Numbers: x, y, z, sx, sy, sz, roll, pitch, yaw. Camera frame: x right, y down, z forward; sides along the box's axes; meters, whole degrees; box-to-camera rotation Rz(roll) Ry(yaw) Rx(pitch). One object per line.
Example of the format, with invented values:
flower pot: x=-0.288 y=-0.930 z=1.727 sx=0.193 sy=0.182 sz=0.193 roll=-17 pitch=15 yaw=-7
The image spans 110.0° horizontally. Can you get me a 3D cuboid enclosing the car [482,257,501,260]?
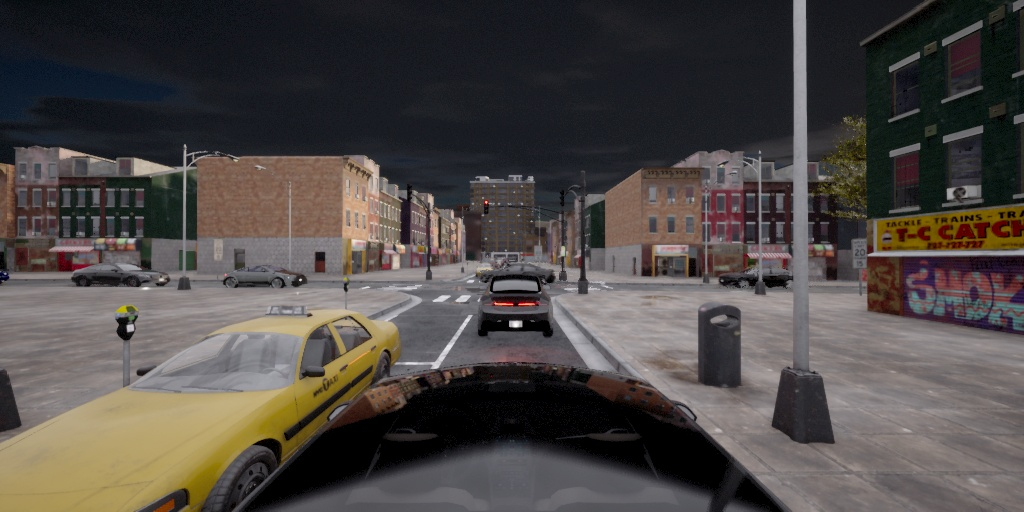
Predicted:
car: x=-2.692 y=1.100 z=41.529 sx=2.192 sy=1.841 sz=5.009 roll=0 pitch=0 yaw=0

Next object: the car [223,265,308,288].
car: x=-14.504 y=1.220 z=21.203 sx=4.181 sy=1.385 sz=1.994 roll=0 pitch=0 yaw=0

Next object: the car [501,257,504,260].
car: x=-2.721 y=1.358 z=63.134 sx=1.751 sy=1.417 sz=4.829 roll=0 pitch=0 yaw=0

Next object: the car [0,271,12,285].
car: x=-32.922 y=1.144 z=21.087 sx=4.718 sy=1.301 sz=1.895 roll=0 pitch=0 yaw=0

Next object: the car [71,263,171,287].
car: x=-23.025 y=1.121 z=21.151 sx=4.674 sy=1.442 sz=1.812 roll=0 pitch=0 yaw=0

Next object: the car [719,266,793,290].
car: x=16.768 y=1.456 z=24.353 sx=5.008 sy=1.535 sz=1.882 roll=1 pitch=0 yaw=0

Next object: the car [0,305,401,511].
car: x=-2.641 y=1.276 z=3.959 sx=1.751 sy=1.417 sz=4.829 roll=0 pitch=0 yaw=0

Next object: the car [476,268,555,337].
car: x=0.084 y=1.257 z=10.342 sx=1.837 sy=1.490 sz=4.892 roll=0 pitch=0 yaw=0

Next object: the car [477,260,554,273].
car: x=0.392 y=1.260 z=24.252 sx=5.008 sy=1.535 sz=1.882 roll=1 pitch=0 yaw=0

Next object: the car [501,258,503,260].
car: x=-2.707 y=1.357 z=52.417 sx=2.007 sy=1.370 sz=4.403 roll=0 pitch=0 yaw=0

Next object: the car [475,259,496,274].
car: x=-2.684 y=1.302 z=35.916 sx=1.751 sy=1.417 sz=4.829 roll=0 pitch=0 yaw=0
